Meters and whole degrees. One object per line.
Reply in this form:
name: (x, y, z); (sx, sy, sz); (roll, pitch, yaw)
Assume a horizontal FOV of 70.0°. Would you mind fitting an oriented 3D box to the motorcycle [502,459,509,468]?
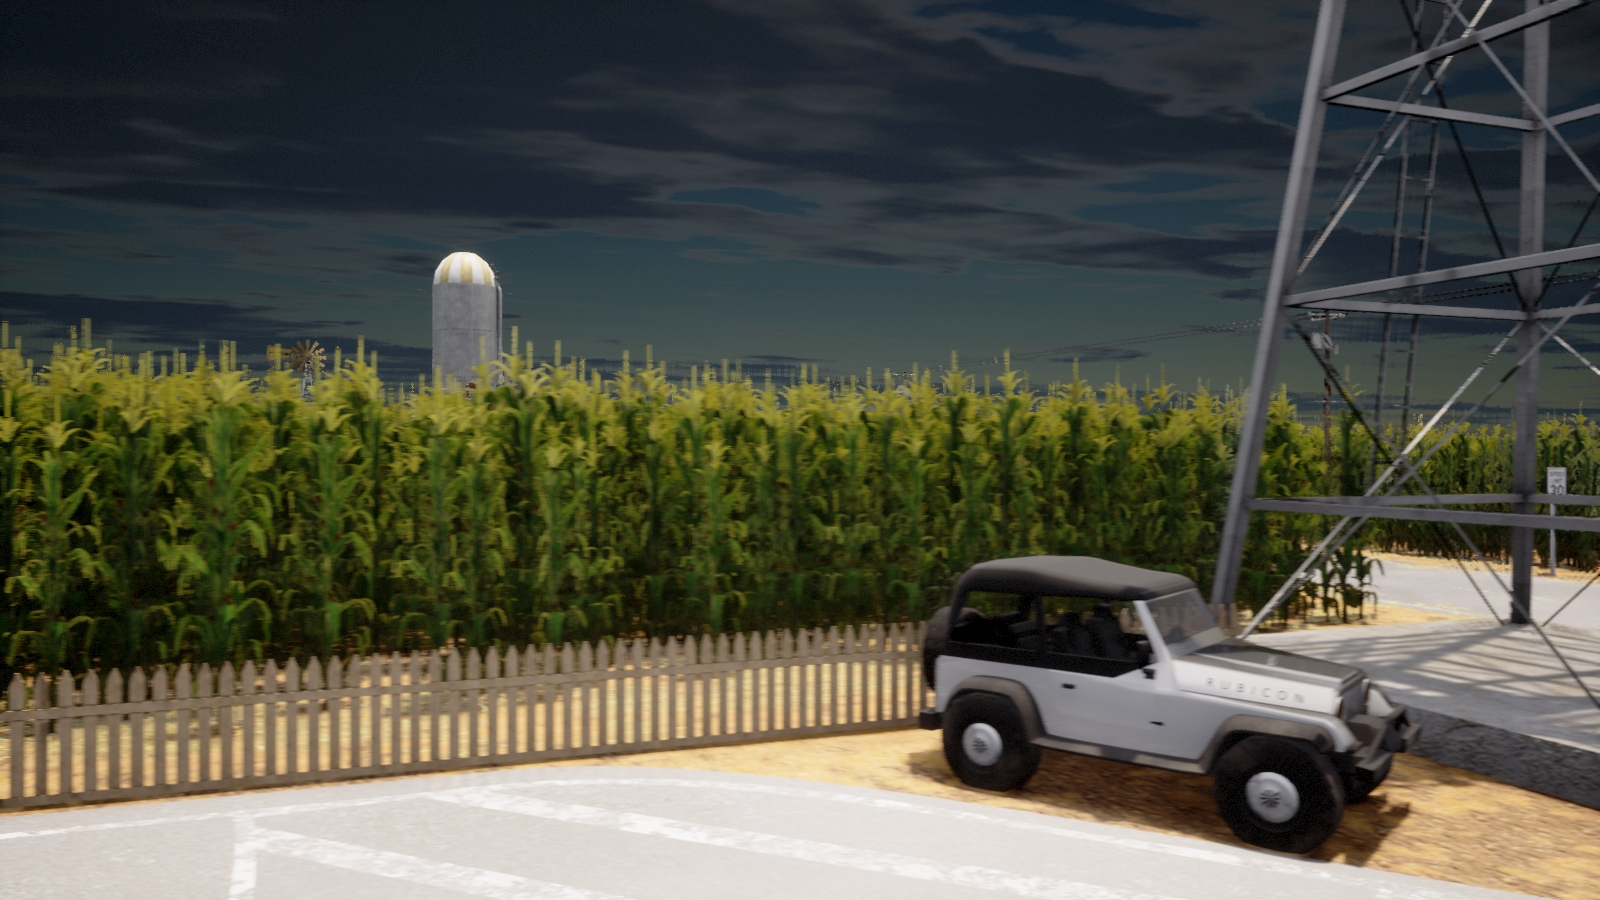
motorcycle: (-46.603, 2.154, 180.927); (0.764, 1.307, 2.356); (0, 0, -21)
